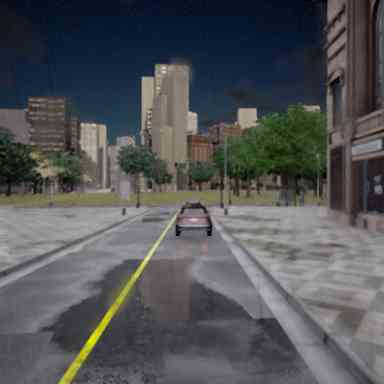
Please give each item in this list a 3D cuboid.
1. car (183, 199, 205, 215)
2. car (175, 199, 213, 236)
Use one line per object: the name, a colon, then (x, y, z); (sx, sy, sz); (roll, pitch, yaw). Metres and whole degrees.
car: (0.095, 1.478, 34.697); (2.128, 1.511, 4.902); (0, 0, -2)
car: (0.091, 1.427, 18.558); (2.033, 1.649, 4.856); (0, 0, 0)
